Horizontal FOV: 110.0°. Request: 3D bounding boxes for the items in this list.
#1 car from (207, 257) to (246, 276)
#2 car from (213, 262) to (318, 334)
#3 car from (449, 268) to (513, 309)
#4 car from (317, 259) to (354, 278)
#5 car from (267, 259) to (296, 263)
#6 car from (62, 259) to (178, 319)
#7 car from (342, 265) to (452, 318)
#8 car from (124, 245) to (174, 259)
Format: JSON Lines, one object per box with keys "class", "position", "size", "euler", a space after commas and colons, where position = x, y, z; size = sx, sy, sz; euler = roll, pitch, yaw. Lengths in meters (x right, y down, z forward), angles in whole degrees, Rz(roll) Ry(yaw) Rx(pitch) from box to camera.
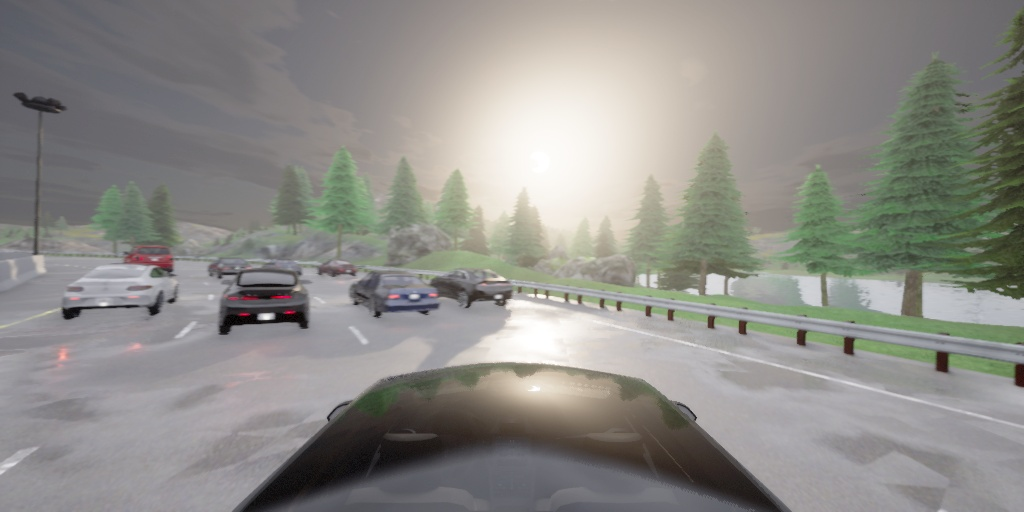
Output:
{"class": "car", "position": [-19.602, 0.802, 24.894], "size": [5.357, 1.411, 2.033], "euler": [2, 0, 42]}
{"class": "car", "position": [-6.848, 1.083, 10.073], "size": [1.837, 1.490, 4.892], "euler": [2, -1, -34]}
{"class": "car", "position": [-1.877, 1.244, 15.100], "size": [2.128, 1.511, 4.902], "euler": [2, 0, -35]}
{"class": "car", "position": [-14.361, 0.960, 29.416], "size": [4.674, 1.442, 1.812], "euler": [2, 0, 43]}
{"class": "car", "position": [-17.988, 0.881, 27.985], "size": [4.181, 1.385, 1.994], "euler": [2, 0, 43]}
{"class": "car", "position": [-11.859, 0.955, 11.113], "size": [1.812, 1.442, 4.674], "euler": [2, 0, -36]}
{"class": "car", "position": [-4.324, 1.214, 12.691], "size": [2.033, 1.411, 5.357], "euler": [2, 0, -35]}
{"class": "car", "position": [-26.158, 0.280, 25.845], "size": [5.566, 2.045, 2.150], "euler": [2, 0, 39]}
